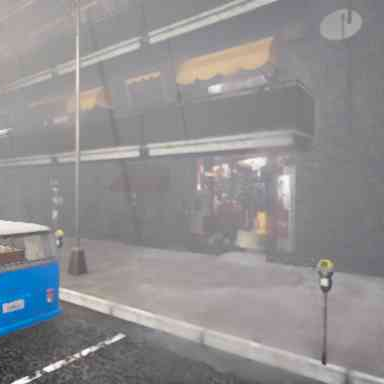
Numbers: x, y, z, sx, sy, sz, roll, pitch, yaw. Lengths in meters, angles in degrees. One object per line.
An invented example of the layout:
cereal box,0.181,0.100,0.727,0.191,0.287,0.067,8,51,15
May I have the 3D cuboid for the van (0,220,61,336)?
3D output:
van,-3.981,1.355,5.701,3.998,1.788,1.690,0,0,35
